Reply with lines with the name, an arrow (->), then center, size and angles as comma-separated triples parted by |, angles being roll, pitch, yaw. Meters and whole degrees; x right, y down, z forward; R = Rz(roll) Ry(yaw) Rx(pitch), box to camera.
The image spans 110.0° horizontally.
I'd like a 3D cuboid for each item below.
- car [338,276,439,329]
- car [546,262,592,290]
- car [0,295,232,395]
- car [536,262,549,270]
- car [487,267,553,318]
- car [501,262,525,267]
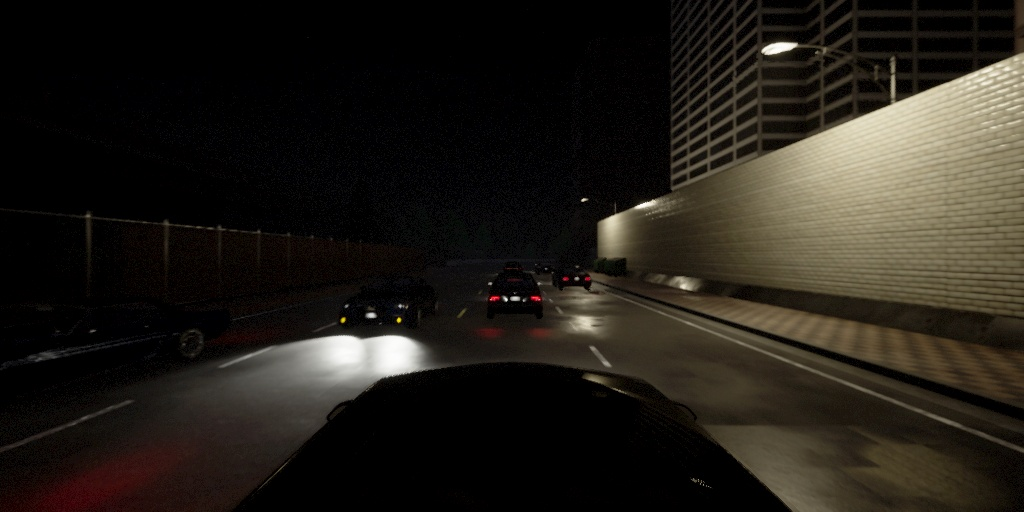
car -> -3.583, 1.318, 11.100 | 1.994, 1.385, 4.181 | 0, 0, 0
car -> 3.604, 1.305, 22.412 | 2.033, 1.411, 5.357 | 0, 0, 0
car -> -7.056, 1.353, 5.544 | 1.895, 1.301, 4.718 | 0, 0, 0
car -> 3.603, 1.328, 39.737 | 1.994, 1.385, 4.181 | 0, 0, 0
car -> 0.107, 1.302, 13.020 | 2.033, 1.411, 5.357 | 0, 0, 0
car -> 0.099, 1.266, 33.587 | 1.837, 1.490, 4.892 | 0, 0, 0
